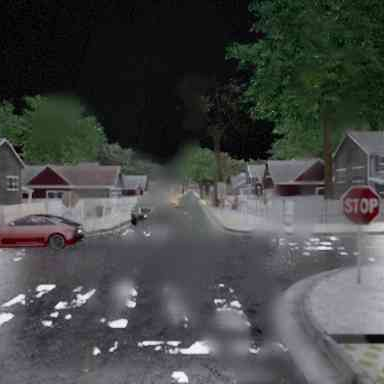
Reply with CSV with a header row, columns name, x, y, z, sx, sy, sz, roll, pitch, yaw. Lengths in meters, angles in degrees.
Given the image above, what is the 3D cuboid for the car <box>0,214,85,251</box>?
name,x,y,z,sx,sy,sz,roll,pitch,yaw
car,-6.724,1.650,14.004,4.181,1.385,1.994,-1,0,-1

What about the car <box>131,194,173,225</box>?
name,x,y,z,sx,sy,sz,roll,pitch,yaw
car,-2.899,1.211,24.288,2.150,2.045,5.566,0,0,2

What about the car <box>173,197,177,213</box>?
name,x,y,z,sx,sy,sz,roll,pitch,yaw
car,-2.835,1.510,34.612,1.812,1.442,4.674,0,0,0

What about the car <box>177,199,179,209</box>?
name,x,y,z,sx,sy,sz,roll,pitch,yaw
car,-2.820,1.455,46.186,1.882,1.535,5.008,0,0,0
